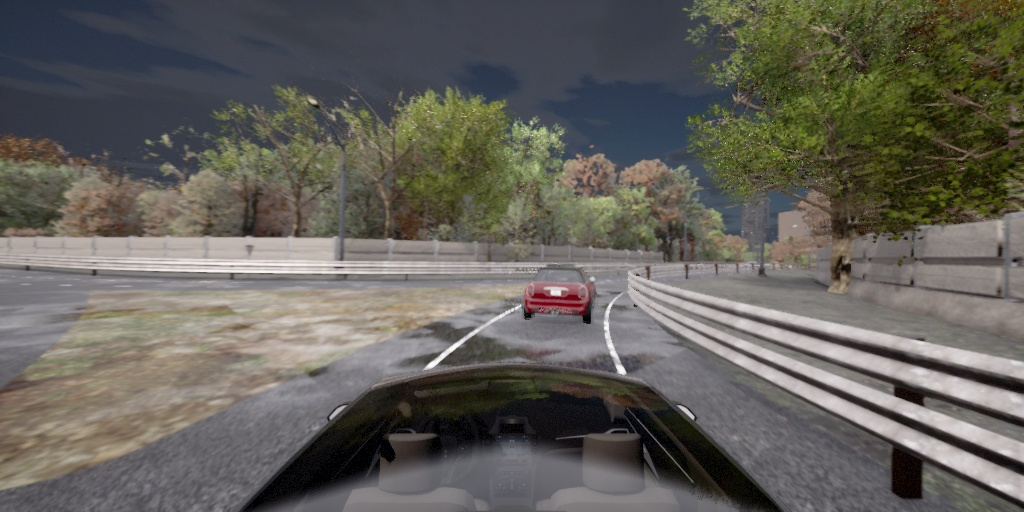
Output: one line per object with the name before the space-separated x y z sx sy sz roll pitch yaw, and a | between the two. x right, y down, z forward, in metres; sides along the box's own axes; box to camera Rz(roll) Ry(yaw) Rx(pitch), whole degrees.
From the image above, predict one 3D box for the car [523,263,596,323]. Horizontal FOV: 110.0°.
car | 1.831 1.107 12.633 2.097 1.767 4.553 1 0 15
